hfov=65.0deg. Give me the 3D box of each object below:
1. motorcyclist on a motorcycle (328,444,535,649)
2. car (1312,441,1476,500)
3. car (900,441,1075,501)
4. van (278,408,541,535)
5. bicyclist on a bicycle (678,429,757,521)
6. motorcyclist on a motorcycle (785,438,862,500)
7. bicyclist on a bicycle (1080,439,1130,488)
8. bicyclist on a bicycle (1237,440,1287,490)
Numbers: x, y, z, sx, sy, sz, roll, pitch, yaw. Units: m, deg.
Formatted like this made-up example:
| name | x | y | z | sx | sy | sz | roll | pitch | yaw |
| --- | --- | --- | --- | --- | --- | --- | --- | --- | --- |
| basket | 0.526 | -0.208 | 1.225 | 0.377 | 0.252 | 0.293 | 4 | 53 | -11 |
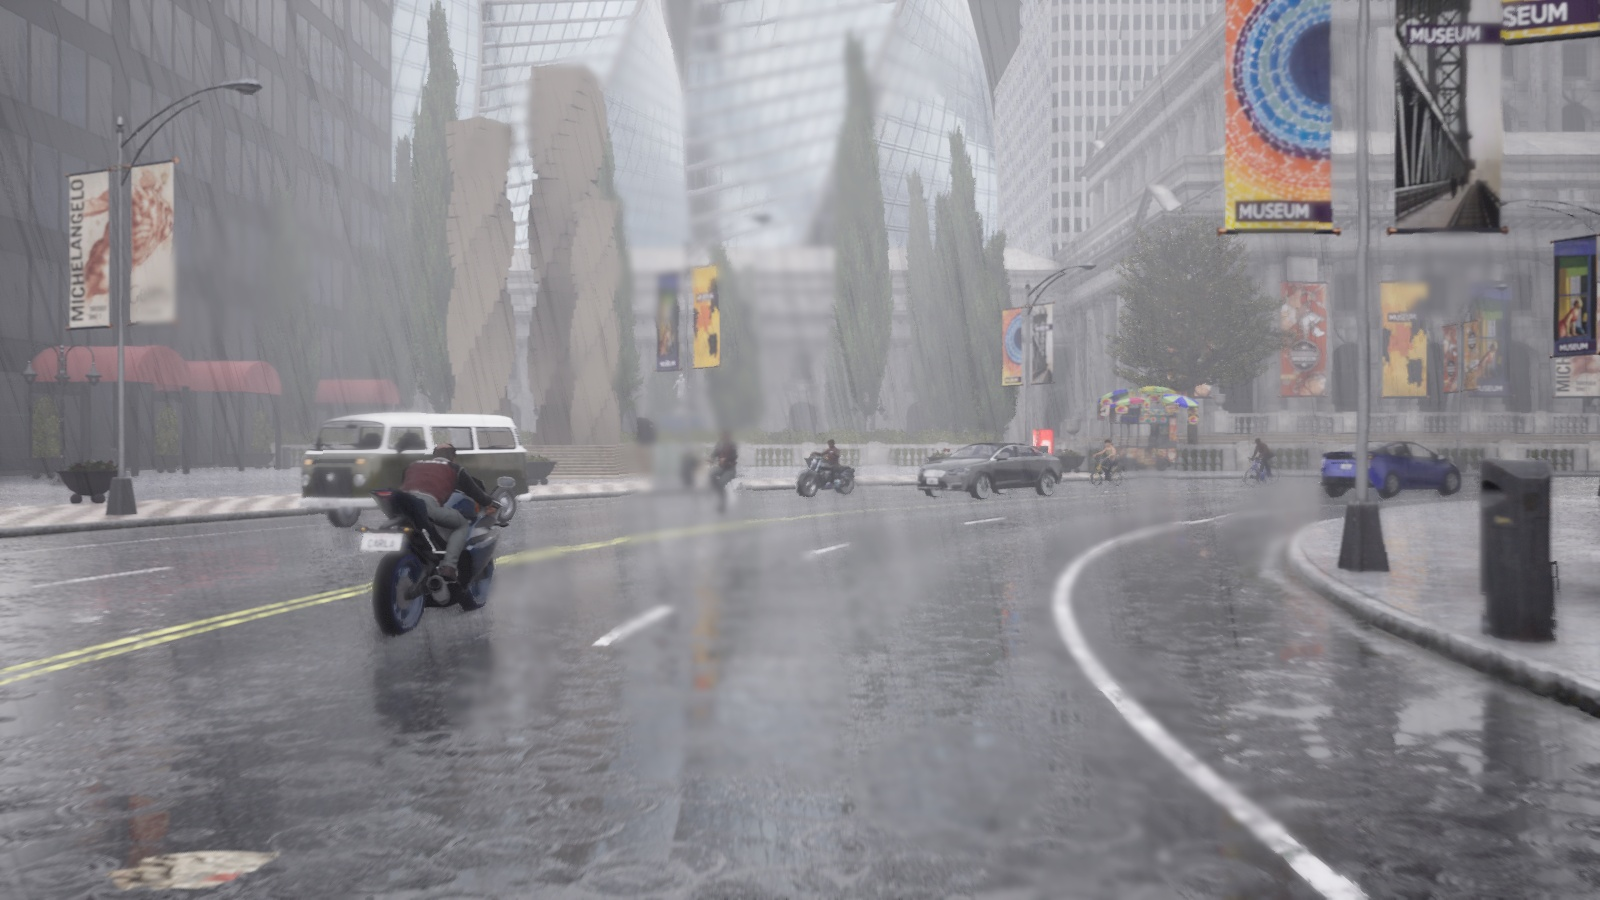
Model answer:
| name | x | y | z | sx | sy | sz | roll | pitch | yaw |
| --- | --- | --- | --- | --- | --- | --- | --- | --- | --- |
| motorcyclist on a motorcycle | -3.017 | 0.719 | 10.566 | 0.866 | 1.530 | 2.191 | 0 | 0 | 7 |
| car | 16.180 | 0.514 | 34.142 | 4.514 | 1.525 | 2.007 | 0 | 0 | -34 |
| car | 5.184 | 0.513 | 34.308 | 4.902 | 1.511 | 2.128 | 0 | 0 | -43 |
| van | -6.856 | 0.337 | 22.586 | 2.069 | 2.038 | 4.480 | 0 | 0 | 24 |
| bicyclist on a bicycle | -1.646 | 0.474 | 25.226 | 0.659 | 1.776 | 1.843 | 1 | 0 | 30 |
| motorcyclist on a motorcycle | 0.679 | 0.502 | 34.629 | 0.766 | 1.649 | 2.350 | 1 | 1 | 42 |
| bicyclist on a bicycle | 10.427 | 0.449 | 42.927 | 1.509 | 1.612 | 0.866 | 0 | 1 | -32 |
| bicyclist on a bicycle | 15.332 | 0.477 | 41.677 | 1.656 | 1.620 | 0.582 | 0 | 1 | -27 |
